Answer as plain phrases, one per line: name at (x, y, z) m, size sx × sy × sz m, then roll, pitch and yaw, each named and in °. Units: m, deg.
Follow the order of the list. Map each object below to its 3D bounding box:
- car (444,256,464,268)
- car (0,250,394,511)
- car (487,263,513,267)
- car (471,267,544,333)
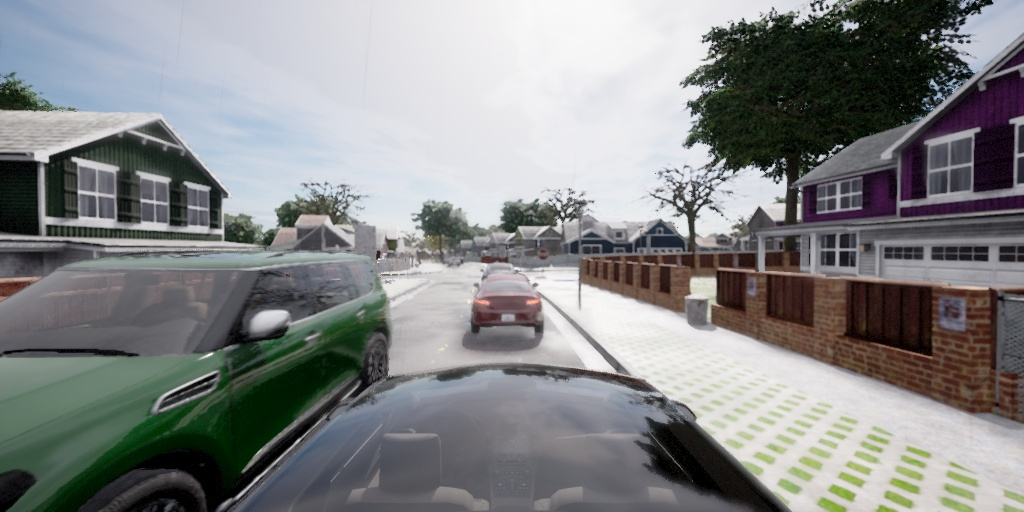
car at (-8.941, 0.984, 55.763) m, size 2.128 × 1.511 × 4.902 m, roll 0°, pitch 0°, yaw -12°
car at (-2.901, 0.957, 3.455) m, size 2.150 × 2.045 × 5.566 m, roll 0°, pitch 0°, yaw -1°
car at (-0.665, 1.119, 19.387) m, size 1.837 × 1.490 × 4.892 m, roll 0°, pitch 0°, yaw -4°
car at (-0.159, 1.207, 10.357) m, size 1.812 × 1.442 × 4.674 m, roll 0°, pitch 0°, yaw -2°
